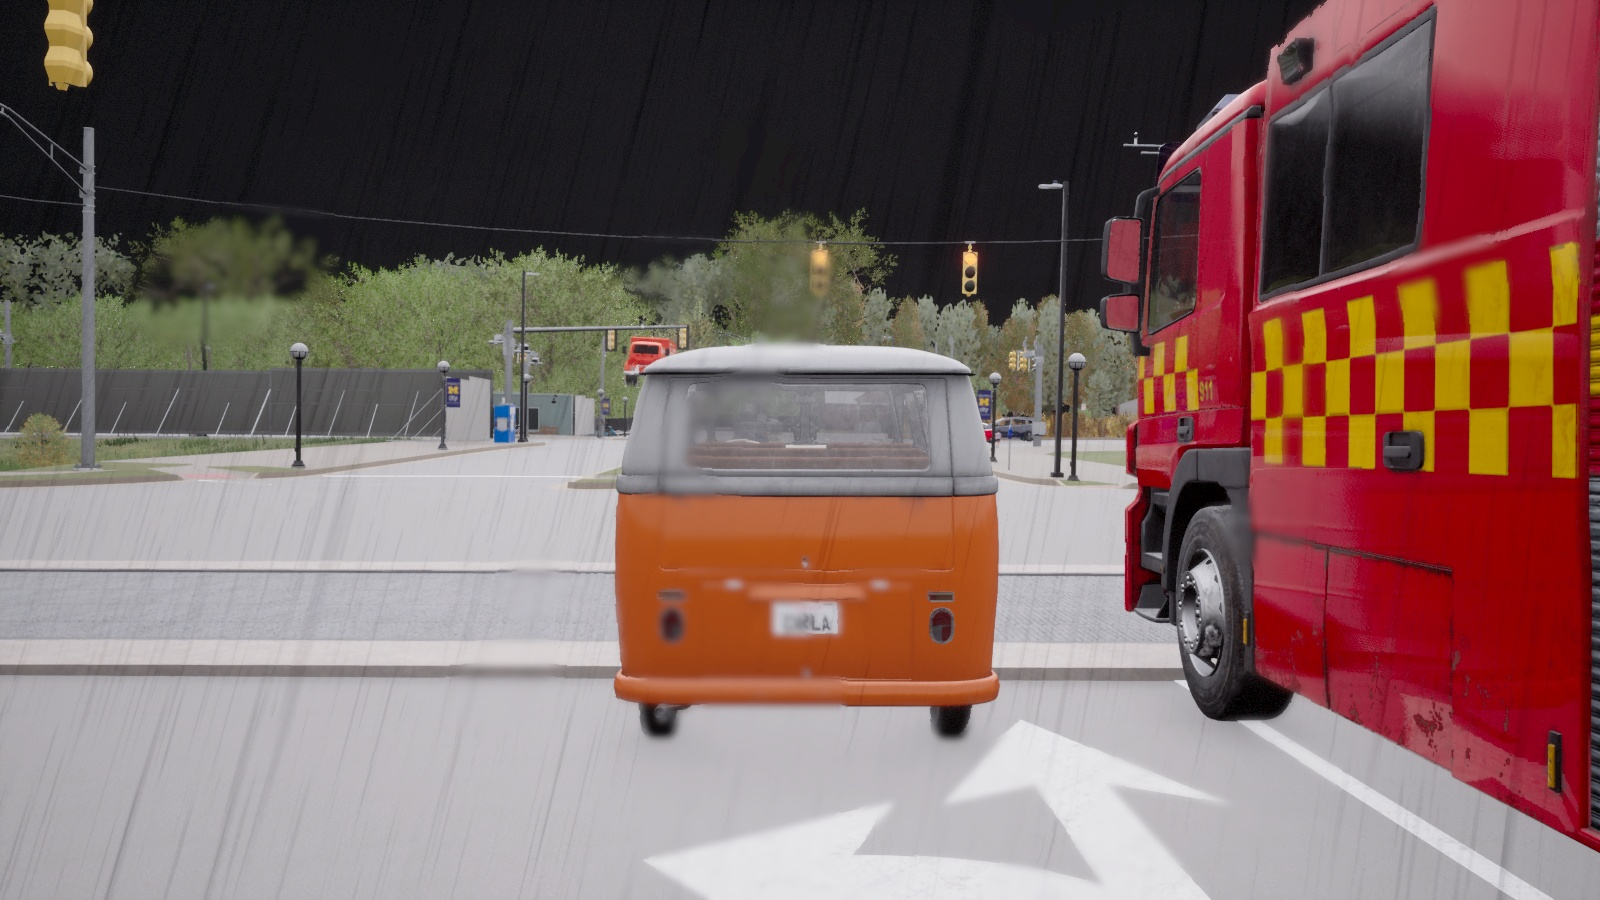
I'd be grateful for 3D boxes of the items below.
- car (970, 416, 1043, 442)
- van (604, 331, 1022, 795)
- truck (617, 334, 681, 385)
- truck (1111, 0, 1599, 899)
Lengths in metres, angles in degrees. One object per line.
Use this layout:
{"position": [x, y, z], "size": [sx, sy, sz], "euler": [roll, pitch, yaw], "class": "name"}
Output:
{"position": [14.024, -1.456, 85.497], "size": [4.611, 1.667, 2.242], "euler": [-1, 2, 0], "class": "car"}
{"position": [0.055, 0.406, 7.595], "size": [1.775, 1.987, 4.442], "euler": [0, 2, 0], "class": "van"}
{"position": [-8.160, -4.874, 68.445], "size": [2.627, 2.467, 5.204], "euler": [3, 2, 1], "class": "truck"}
{"position": [3.567, -0.440, 4.371], "size": [2.891, 3.827, 8.468], "euler": [0, 0, 0], "class": "truck"}
